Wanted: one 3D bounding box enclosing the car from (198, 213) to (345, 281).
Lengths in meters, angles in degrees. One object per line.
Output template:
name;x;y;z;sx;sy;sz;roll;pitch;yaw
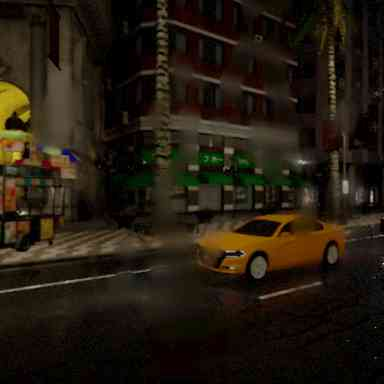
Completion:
car;2.476;1.435;9.863;5.008;1.535;1.882;0;0;-34

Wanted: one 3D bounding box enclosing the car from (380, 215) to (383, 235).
car;11.227;1.169;15.696;5.566;2.045;2.150;0;0;-33
